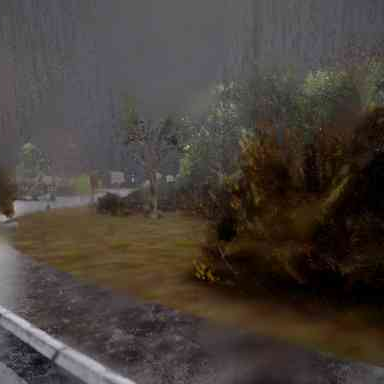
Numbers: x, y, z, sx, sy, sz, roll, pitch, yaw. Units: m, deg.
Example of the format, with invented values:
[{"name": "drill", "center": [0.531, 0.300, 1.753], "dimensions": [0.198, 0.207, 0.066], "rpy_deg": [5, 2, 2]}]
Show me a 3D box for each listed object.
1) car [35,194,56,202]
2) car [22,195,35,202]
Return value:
[{"name": "car", "center": [-30.232, 1.219, 69.441], "dimensions": [2.097, 1.767, 4.553], "rpy_deg": [1, 1, -1]}, {"name": "car", "center": [-33.734, 1.351, 69.341], "dimensions": [1.994, 1.385, 4.181], "rpy_deg": [1, 1, -1]}]
